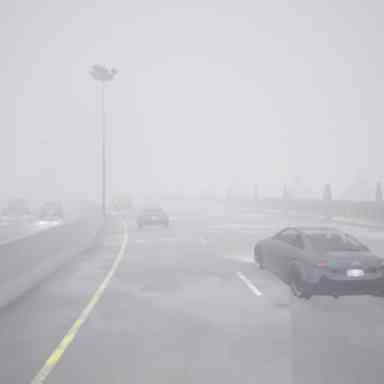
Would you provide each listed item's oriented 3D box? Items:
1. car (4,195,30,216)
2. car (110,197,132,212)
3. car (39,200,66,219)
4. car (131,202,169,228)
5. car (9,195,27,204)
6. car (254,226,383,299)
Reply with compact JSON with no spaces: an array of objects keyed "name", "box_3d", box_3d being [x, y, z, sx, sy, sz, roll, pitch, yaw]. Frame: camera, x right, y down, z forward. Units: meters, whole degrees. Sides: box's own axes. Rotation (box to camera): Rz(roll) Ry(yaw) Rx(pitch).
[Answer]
[{"name":"car","box_3d":[-17.599,1.391,33.620,2.097,1.767,4.553,0,0,-23]},{"name":"car","box_3d":[-8.130,1.343,38.593,2.097,1.767,4.553,0,0,-23]},{"name":"car","box_3d":[-12.205,1.511,29.200,2.128,1.511,4.902,0,0,-19]},{"name":"car","box_3d":[-2.762,1.550,22.301,1.994,1.385,4.181,0,0,-13]},{"name":"car","box_3d":[-34.167,1.429,65.155,1.837,1.490,4.892,0,0,-44]},{"name":"car","box_3d":[3.003,1.541,8.469,1.994,1.385,4.181,0,0,-5]}]
